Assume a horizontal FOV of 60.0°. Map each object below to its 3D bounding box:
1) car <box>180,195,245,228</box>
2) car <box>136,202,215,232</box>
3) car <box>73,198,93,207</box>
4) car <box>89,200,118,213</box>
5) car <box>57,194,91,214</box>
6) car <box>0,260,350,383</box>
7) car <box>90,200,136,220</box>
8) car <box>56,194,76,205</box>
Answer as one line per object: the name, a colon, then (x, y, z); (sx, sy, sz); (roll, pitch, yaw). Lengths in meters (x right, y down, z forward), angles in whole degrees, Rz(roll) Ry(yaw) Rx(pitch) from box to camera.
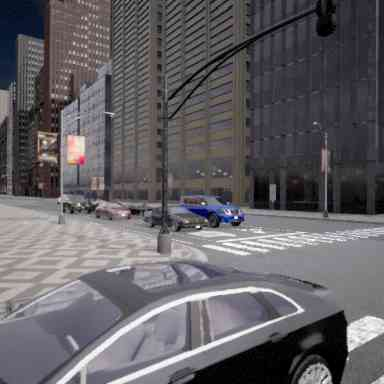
car: (1.131, 1.267, 23.092); (2.150, 2.045, 5.566); (1, -1, -36)
car: (-1.197, 1.567, 20.769); (2.033, 1.411, 5.357); (1, -1, -35)
car: (-18.686, 1.733, 56.745); (1.837, 1.490, 4.892); (1, -1, -36)
car: (-10.605, 1.651, 39.531); (1.812, 1.442, 4.674); (1, -1, -35)
car: (-13.117, 1.322, 37.461); (2.150, 2.045, 5.566); (1, -1, -36)
car: (-0.535, 1.493, 2.993); (4.902, 1.511, 2.128); (0, 0, -36)
car: (-6.893, 1.584, 28.736); (1.812, 1.442, 4.674); (1, -1, -36)
car: (-24.738, 1.489, 65.205); (2.150, 2.045, 5.566); (1, -1, -36)
